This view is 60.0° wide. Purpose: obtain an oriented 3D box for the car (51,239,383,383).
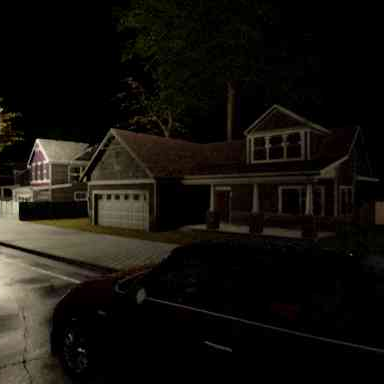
[{"bbox_3d":[0.365,1.348,3.879,4.553,1.767,2.097,0,0,36],"label":"car"}]
